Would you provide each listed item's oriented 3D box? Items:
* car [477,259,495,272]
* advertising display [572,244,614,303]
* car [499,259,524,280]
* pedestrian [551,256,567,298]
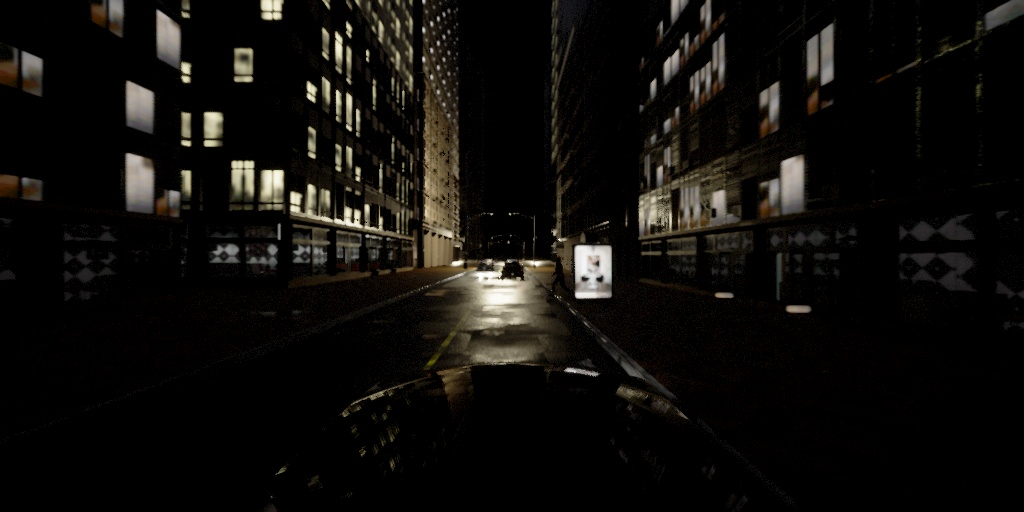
[{"bbox_3d":[-3.106,1.152,43.160,2.128,1.511,4.902,0,0,0],"label":"car"},{"bbox_3d":[3.128,0.750,13.874,1.540,2.440,0.280,0,0,0],"label":"advertising display"},{"bbox_3d":[0.051,1.215,30.191,1.812,1.442,4.674,0,0,0],"label":"car"},{"bbox_3d":[1.962,0.856,15.042,0.375,1.860,0.375,0,0,-5],"label":"pedestrian"}]
